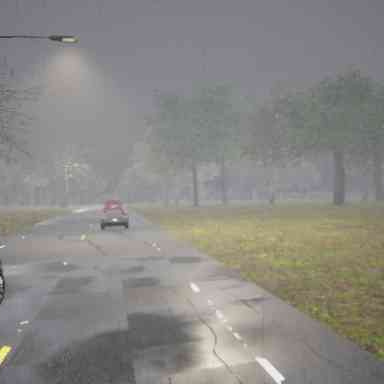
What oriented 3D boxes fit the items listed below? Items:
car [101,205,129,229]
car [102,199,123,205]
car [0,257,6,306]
[{"bbox_3d":[-5.851,1.956,25.139,1.994,1.385,4.181,-1,-1,-14],"label":"car"},{"bbox_3d":[-9.206,1.840,38.788,2.150,2.045,5.566,-1,0,-14],"label":"car"},{"bbox_3d":[-4.664,1.520,5.211,2.097,1.767,4.553,-1,0,-14],"label":"car"}]
